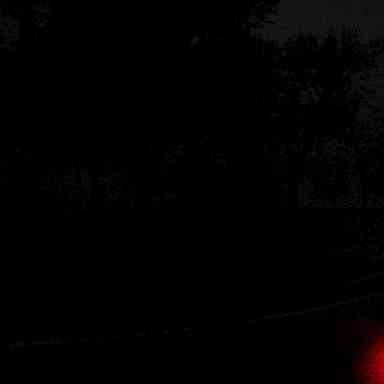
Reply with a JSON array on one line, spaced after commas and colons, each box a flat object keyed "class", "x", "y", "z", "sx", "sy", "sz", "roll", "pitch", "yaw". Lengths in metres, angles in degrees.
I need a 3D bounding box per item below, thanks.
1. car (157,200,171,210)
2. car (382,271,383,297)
[{"class": "car", "x": -1.981, "y": 1.384, "z": 41.224, "sx": 4.553, "sy": 1.767, "sz": 2.097, "roll": 0, "pitch": 0, "yaw": 12}, {"class": "car", "x": 5.693, "y": 1.529, "z": 6.575, "sx": 4.902, "sy": 1.511, "sz": 2.128, "roll": 0, "pitch": 0, "yaw": -34}]
